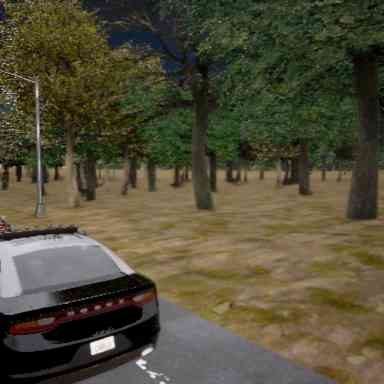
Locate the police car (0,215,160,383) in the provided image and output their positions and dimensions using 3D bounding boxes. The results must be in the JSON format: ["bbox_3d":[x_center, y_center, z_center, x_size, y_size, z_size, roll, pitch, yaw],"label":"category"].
[{"bbox_3d":[-2.498,1.376,5.482,1.930,1.638,5.238,-2,1,-37],"label":"police car"}]
